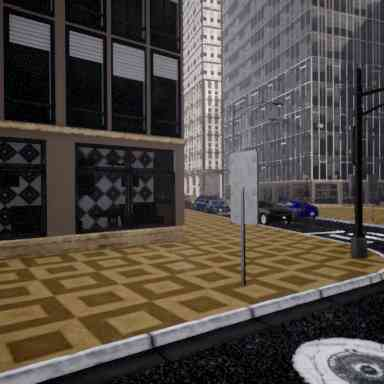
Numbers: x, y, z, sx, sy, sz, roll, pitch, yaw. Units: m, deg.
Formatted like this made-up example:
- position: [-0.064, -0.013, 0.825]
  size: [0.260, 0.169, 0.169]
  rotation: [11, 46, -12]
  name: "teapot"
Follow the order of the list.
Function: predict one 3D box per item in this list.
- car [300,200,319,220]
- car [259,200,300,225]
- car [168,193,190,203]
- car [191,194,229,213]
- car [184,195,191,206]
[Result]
- position: [7.409, 1.286, 24.751]
  size: [1.812, 1.442, 4.674]
  rotation: [-1, 1, -19]
  name: "car"
- position: [4.888, 1.278, 22.856]
  size: [1.882, 1.535, 5.008]
  rotation: [-1, 1, -19]
  name: "car"
- position: [-2.181, 0.893, 53.144]
  size: [2.033, 1.411, 5.357]
  rotation: [-1, 1, -19]
  name: "car"
- position: [1.839, 1.020, 31.929]
  size: [2.097, 1.767, 4.553]
  rotation: [-1, 1, -19]
  name: "car"
- position: [-1.475, 1.087, 41.824]
  size: [1.994, 1.385, 4.181]
  rotation: [-1, 1, -18]
  name: "car"
